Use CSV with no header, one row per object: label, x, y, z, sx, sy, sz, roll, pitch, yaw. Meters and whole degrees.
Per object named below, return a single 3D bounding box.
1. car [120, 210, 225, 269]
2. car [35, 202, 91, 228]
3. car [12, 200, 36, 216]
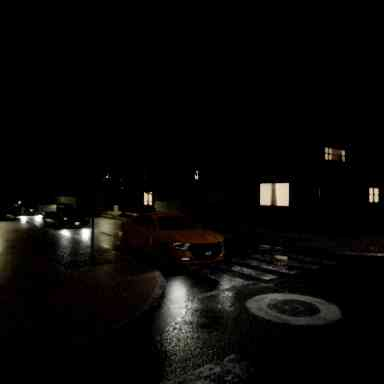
car,-0.876,1.437,11.402,1.882,1.535,5.008,1,0,-33
car,-8.407,1.467,21.830,2.033,1.411,5.357,1,0,-37
car,-15.385,1.446,31.021,1.994,1.385,4.181,1,0,-37
